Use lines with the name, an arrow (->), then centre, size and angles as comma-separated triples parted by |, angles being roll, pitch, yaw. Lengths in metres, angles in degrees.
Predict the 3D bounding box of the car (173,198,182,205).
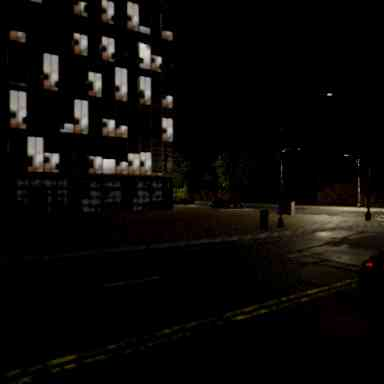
car -> -4.667, 1.934, 67.272 | 2.128, 1.511, 4.902 | 0, 0, -33

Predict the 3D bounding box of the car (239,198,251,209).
car -> 7.529, 1.740, 54.336 | 2.097, 1.767, 4.553 | 0, 0, -33

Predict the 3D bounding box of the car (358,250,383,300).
car -> 5.587, 1.640, 7.435 | 4.181, 1.385, 1.994 | 1, 0, -36

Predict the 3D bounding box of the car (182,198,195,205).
car -> -1.487, 2.005, 68.347 | 2.033, 1.411, 5.357 | 0, 0, -33

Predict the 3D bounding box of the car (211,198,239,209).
car -> 4.829, 1.935, 52.517 | 1.812, 1.442, 4.674 | 0, 0, -33
